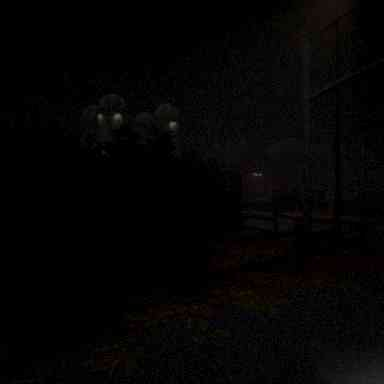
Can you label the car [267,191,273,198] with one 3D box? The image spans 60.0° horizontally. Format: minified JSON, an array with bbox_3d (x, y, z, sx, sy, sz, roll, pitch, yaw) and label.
[{"bbox_3d":[20.894,0.791,87.902,1.905,1.878,3.866,6,3,11],"label":"car"}]
